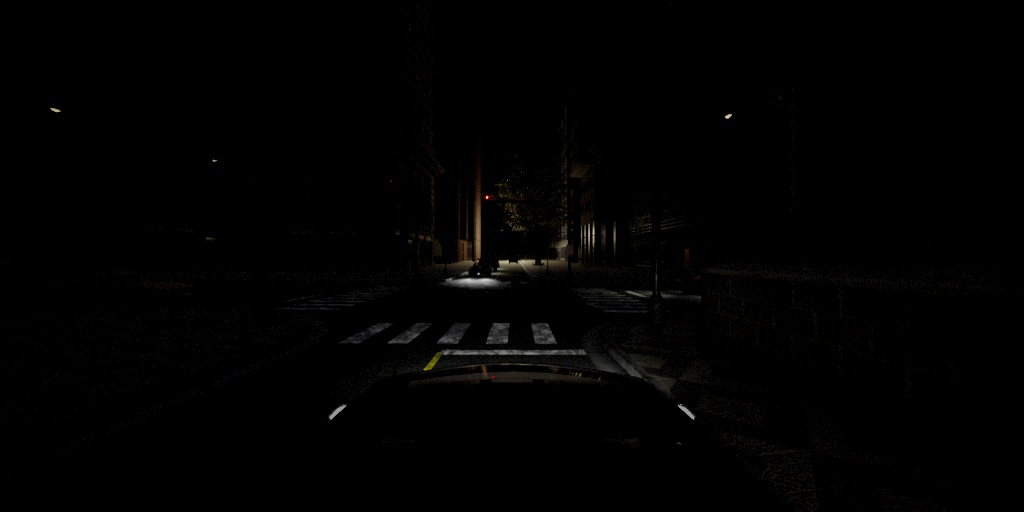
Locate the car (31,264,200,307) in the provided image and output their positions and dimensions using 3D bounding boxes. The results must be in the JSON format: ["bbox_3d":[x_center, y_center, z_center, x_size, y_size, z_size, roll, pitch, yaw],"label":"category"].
[{"bbox_3d":[-14.896,1.145,13.836,4.829,1.417,1.751,0,0,1],"label":"car"}]

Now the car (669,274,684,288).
[{"bbox_3d":[11.998,1.379,22.105,4.403,1.370,2.007,0,0,1],"label":"car"}]

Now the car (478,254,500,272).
[{"bbox_3d":[-2.946,0.827,44.215,2.150,2.045,5.566,0,0,-1],"label":"car"}]

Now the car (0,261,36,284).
[{"bbox_3d":[-31.852,0.972,22.524,4.507,1.381,1.888,0,0,1],"label":"car"}]

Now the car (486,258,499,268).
[{"bbox_3d":[-2.893,1.053,54.377,1.812,1.442,4.674,0,0,0],"label":"car"}]

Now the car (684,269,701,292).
[{"bbox_3d":[12.428,1.309,19.438,5.008,1.535,1.882,0,0,1],"label":"car"}]

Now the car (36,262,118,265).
[{"bbox_3d":[-26.235,1.063,22.471,4.313,1.339,1.948,0,0,1],"label":"car"}]

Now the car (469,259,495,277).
[{"bbox_3d":[-2.981,1.272,34.401,1.895,1.301,4.718,0,0,0],"label":"car"}]
